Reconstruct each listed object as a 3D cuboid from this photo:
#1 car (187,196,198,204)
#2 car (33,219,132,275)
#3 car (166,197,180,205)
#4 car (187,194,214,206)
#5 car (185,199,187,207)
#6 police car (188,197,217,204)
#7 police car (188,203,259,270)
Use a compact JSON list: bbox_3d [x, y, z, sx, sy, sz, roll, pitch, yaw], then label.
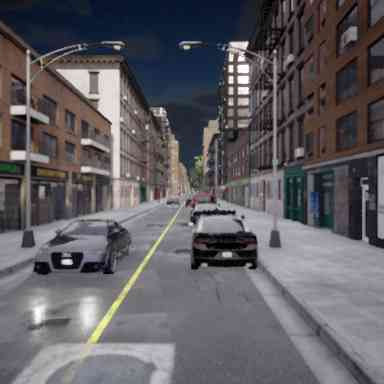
[{"bbox_3d":[0.014,1.465,62.567,1.994,1.385,4.181,0,0,0],"label":"car"},{"bbox_3d":[-3.098,1.538,10.227,1.994,1.385,4.181,0,0,0],"label":"car"},{"bbox_3d":[-3.050,1.473,54.148,1.994,1.385,4.181,0,0,0],"label":"car"},{"bbox_3d":[0.906,1.168,27.040,2.150,2.045,5.566,0,0,0],"label":"car"},{"bbox_3d":[0.021,1.419,48.902,1.837,1.490,4.892,0,0,1],"label":"car"},{"bbox_3d":[0.905,1.378,21.120,1.930,1.638,5.238,0,0,0],"label":"police car"},{"bbox_3d":[0.902,1.398,11.120,1.930,1.638,5.238,0,0,0],"label":"police car"}]
